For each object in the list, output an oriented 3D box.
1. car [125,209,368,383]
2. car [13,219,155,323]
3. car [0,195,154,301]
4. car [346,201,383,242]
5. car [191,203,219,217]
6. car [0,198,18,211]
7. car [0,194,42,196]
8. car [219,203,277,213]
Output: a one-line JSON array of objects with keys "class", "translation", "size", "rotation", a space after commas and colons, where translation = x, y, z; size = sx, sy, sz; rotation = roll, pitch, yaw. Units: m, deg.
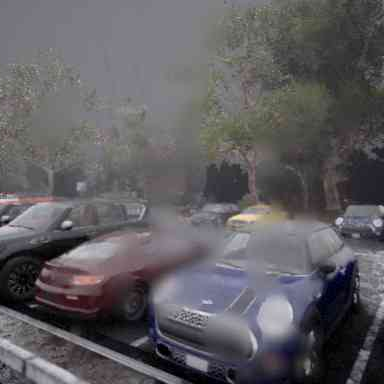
[{"class": "car", "translation": [1.355, 1.354, 5.617], "size": [2.185, 1.767, 4.553], "rotation": [0, 0, 35]}, {"class": "car", "translation": [-0.950, 1.513, 7.215], "size": [2.002, 1.452, 4.674], "rotation": [0, 0, 35]}, {"class": "car", "translation": [-3.249, 1.216, 8.818], "size": [2.435, 2.045, 5.566], "rotation": [0, 0, 35]}, {"class": "car", "translation": [8.565, 1.354, 16.539], "size": [2.185, 1.767, 4.553], "rotation": [0, 0, 35]}, {"class": "car", "translation": [1.765, 1.463, 21.345], "size": [2.231, 1.521, 4.892], "rotation": [0, 0, 35]}, {"class": "car", "translation": [-23.333, 1.437, 39.186], "size": [2.002, 1.452, 4.674], "rotation": [0, 0, 35]}, {"class": "car", "translation": [-5.533, 1.210, 10.443], "size": [2.435, 2.045, 5.566], "rotation": [0, 0, 35]}, {"class": "car", "translation": [3.917, 1.465, 19.580], "size": [1.946, 1.575, 5.366], "rotation": [0, 0, 35]}]
